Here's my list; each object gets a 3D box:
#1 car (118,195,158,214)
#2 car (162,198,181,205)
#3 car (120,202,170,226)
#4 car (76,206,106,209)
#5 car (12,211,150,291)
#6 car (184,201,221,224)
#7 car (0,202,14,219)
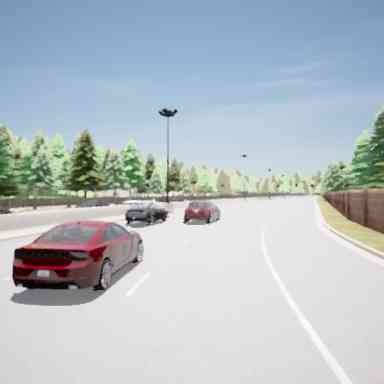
[{"bbox_3d":[-6.187,1.376,39.023,2.150,2.045,5.566,0,0,20],"label":"car"},{"bbox_3d":[-4.017,1.882,65.139,1.895,1.301,4.718,0,0,20],"label":"car"},{"bbox_3d":[-3.263,1.594,24.783,2.128,1.511,4.902,0,0,15],"label":"car"},{"bbox_3d":[-10.871,1.624,36.291,1.837,1.490,4.892,0,0,19],"label":"car"},{"bbox_3d":[-2.748,1.508,9.180,1.882,1.535,5.008,0,0,6],"label":"car"},{"bbox_3d":[0.915,1.483,26.589,2.097,1.767,4.553,0,0,17],"label":"car"},{"bbox_3d":[-17.387,1.591,27.099,2.033,1.411,5.357,0,0,15],"label":"car"}]
